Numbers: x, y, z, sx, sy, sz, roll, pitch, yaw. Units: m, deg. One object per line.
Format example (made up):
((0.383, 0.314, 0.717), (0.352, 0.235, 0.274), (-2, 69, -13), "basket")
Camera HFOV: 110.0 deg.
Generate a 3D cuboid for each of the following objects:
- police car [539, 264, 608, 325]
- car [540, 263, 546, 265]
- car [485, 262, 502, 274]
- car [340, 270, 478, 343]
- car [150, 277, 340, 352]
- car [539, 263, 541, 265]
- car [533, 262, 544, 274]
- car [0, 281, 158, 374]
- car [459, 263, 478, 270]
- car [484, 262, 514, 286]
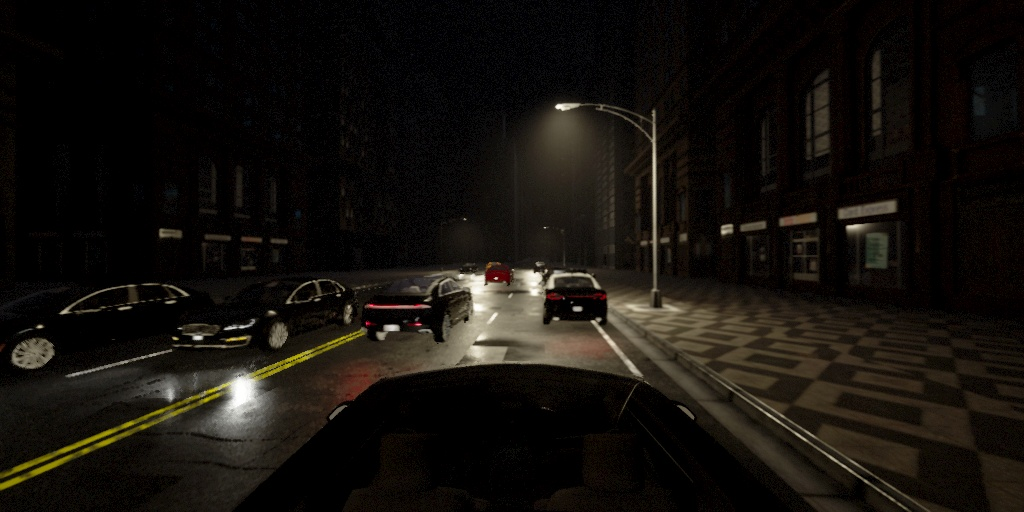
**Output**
((1.980, 1.250, 12.311), (1.930, 1.638, 5.238), (0, 0, 5), "police car")
((2.758, 1.407, 22.170), (1.837, 1.490, 4.892), (0, 0, 5), "car")
((-2.561, 1.656, 50.988), (1.882, 1.535, 5.008), (0, -1, 5), "car")
((-2.343, 1.317, 9.973), (2.128, 1.511, 4.902), (0, 0, 5), "car")
((-5.854, 1.340, 9.319), (1.837, 1.490, 4.892), (0, 0, 5), "car")
((3.231, 1.476, 28.151), (1.812, 1.442, 4.674), (0, 0, 5), "car")
((3.812, 1.612, 47.662), (2.128, 1.511, 4.902), (0, -1, 5), "car")
((-9.229, 1.343, 7.870), (1.837, 1.490, 4.892), (0, 0, 5), "car")
((-5.930, 1.658, 49.624), (1.882, 1.535, 5.008), (0, -1, 5), "car")
((-0.932, 1.443, 27.850), (1.882, 1.535, 5.008), (0, -1, 5), "car")
